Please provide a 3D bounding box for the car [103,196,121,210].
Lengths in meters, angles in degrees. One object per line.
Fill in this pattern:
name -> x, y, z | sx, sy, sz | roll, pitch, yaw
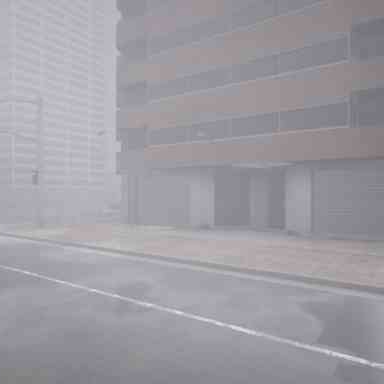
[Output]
car -> -8.502, 1.547, 43.130 | 2.033, 1.411, 5.357 | 0, 0, 35
